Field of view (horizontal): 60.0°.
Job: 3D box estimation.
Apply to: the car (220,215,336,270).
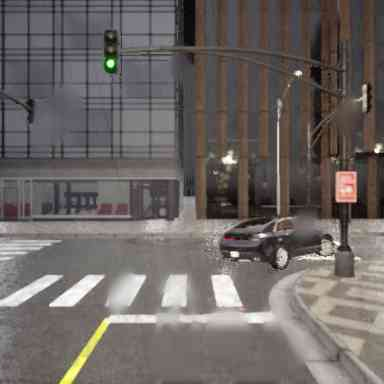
[{"bbox_3d":[3.036,1.563,11.361,4.892,1.490,1.837,0,-4,-42],"label":"car"}]
